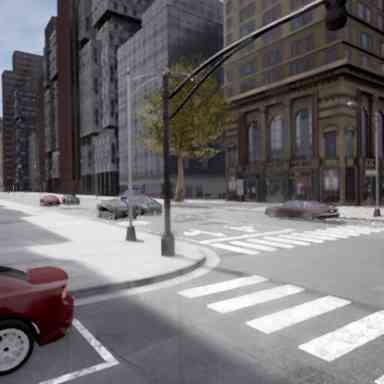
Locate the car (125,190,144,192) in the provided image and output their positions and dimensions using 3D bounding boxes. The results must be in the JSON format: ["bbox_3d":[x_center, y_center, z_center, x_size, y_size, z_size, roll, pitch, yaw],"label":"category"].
[{"bbox_3d":[-8.408,0.739,46.528,2.150,2.045,5.566,-1,1,-35],"label":"car"}]

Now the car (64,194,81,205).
[{"bbox_3d":[-17.701,1.086,48.340,1.837,1.490,4.892,-1,1,-35],"label":"car"}]

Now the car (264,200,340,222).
[{"bbox_3d":[7.759,1.287,23.880,2.033,1.411,5.357,-1,1,-35],"label":"car"}]

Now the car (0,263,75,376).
[{"bbox_3d":[-3.783,1.548,3.961,4.507,1.381,1.887,0,-1,-36],"label":"car"}]

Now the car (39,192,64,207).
[{"bbox_3d":[-19.083,1.133,44.642,1.882,1.535,5.008,-1,1,-35],"label":"car"}]

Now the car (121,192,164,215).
[{"bbox_3d":[-4.379,1.116,29.526,2.097,1.767,4.553,-1,1,-35],"label":"car"}]

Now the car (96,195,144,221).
[{"bbox_3d":[-5.973,1.315,26.168,1.882,1.535,5.008,-1,1,-35],"label":"car"}]
